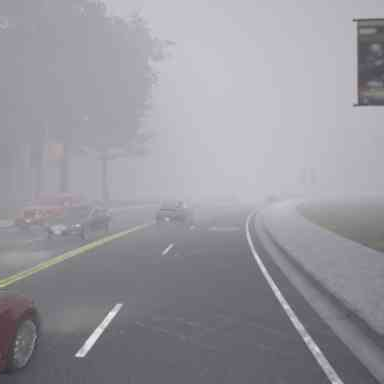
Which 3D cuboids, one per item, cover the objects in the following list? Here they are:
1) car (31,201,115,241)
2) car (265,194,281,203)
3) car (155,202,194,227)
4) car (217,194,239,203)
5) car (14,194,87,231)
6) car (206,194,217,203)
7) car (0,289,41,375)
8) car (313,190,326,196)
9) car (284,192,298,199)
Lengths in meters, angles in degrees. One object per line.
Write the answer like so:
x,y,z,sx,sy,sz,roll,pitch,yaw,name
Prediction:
-5.386,1.428,16.502,2.128,1.511,4.902,0,0,7,car
13.313,1.068,54.408,1.837,1.490,4.892,0,1,25,car
-1.064,1.396,22.170,2.128,1.511,4.902,0,0,9,car
6.701,1.157,58.268,2.033,1.411,5.357,0,1,26,car
-8.194,1.149,20.173,2.150,2.045,5.566,0,0,9,car
4.229,1.099,60.557,1.882,1.535,5.008,-1,1,26,car
-3.006,1.512,2.611,1.812,1.442,4.674,0,0,1,car
33.568,0.153,87.372,2.097,1.767,4.553,-1,0,38,car
20.979,0.670,70.703,1.812,1.442,4.674,-1,1,34,car
